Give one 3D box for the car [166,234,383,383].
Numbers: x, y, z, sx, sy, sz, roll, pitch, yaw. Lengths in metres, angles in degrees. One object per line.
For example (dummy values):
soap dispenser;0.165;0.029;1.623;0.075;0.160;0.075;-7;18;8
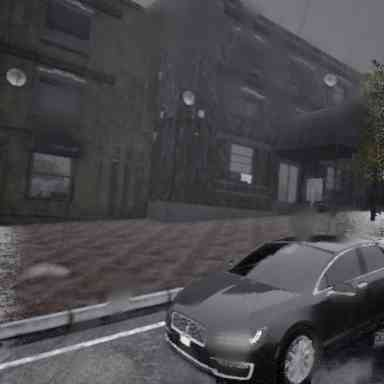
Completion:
car;1.896;1.501;5.345;4.892;1.490;1.837;0;0;-36
